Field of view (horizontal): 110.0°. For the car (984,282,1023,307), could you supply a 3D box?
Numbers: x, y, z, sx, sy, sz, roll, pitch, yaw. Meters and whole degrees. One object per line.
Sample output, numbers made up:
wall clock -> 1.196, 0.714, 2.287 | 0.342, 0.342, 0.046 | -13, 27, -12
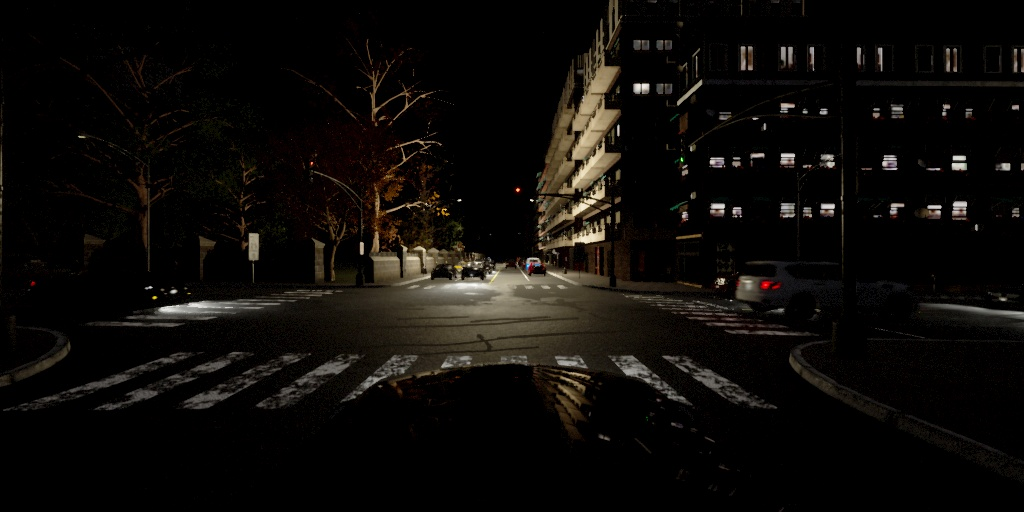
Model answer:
car -> 24.948, 1.764, 16.545 | 4.674, 1.442, 1.812 | 1, 0, -1

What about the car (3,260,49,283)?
car -> -24.822, 0.883, 18.410 | 4.829, 1.417, 1.751 | 0, 0, -1

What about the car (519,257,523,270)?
car -> 2.439, 1.229, 53.770 | 1.967, 1.591, 4.097 | 0, 0, 0

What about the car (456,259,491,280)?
car -> -3.234, 1.255, 31.038 | 2.128, 1.511, 4.902 | 0, 0, 0

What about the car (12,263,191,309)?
car -> -14.318, 1.083, 12.922 | 4.181, 1.385, 1.994 | 1, 0, -4

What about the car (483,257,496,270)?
car -> -3.330, 1.278, 51.749 | 2.128, 1.511, 4.902 | 0, 0, 0

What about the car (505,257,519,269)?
car -> -0.165, 1.345, 59.727 | 2.033, 1.411, 5.357 | 0, 0, -2

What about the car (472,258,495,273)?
car -> -3.286, 1.279, 41.337 | 1.837, 1.490, 4.892 | 0, 0, 0

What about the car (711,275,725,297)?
car -> 13.369, 1.353, 18.961 | 5.009, 1.841, 2.192 | 0, 0, -1

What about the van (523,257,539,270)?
van -> 2.495, 1.116, 42.510 | 1.690, 1.789, 3.998 | 0, 0, 0

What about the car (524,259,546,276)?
car -> 2.522, 1.314, 36.880 | 1.888, 1.381, 4.507 | 0, 0, 0

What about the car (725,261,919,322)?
car -> 11.313, 1.207, 13.141 | 5.566, 2.045, 2.150 | 1, 0, -1

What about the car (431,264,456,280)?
car -> -5.831, 1.330, 31.209 | 1.948, 1.339, 4.313 | 0, 0, 0
